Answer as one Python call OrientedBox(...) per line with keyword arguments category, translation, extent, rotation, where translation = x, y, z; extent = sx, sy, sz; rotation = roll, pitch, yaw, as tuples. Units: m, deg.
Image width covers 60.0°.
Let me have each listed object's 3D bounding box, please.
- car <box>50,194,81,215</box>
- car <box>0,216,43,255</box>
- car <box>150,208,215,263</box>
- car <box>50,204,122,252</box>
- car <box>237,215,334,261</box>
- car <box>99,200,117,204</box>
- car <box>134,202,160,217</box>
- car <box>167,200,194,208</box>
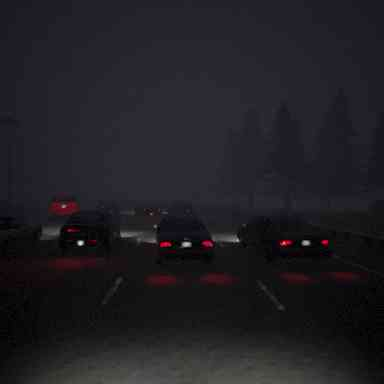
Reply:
OrientedBox(category="car", translation=(-10.718, 1.217, 28.285), extent=(2.150, 2.045, 5.566), rotation=(0, 0, -17))
OrientedBox(category="car", translation=(-7.548, 1.598, 13.133), extent=(1.895, 1.301, 4.718), rotation=(0, 0, -6))
OrientedBox(category="car", translation=(-0.391, 1.545, 11.982), extent=(2.033, 1.411, 5.357), rotation=(0, 0, -6))
OrientedBox(category="car", translation=(-4.128, 1.503, 13.962), extent=(1.837, 1.490, 4.892), rotation=(0, 0, -6))
OrientedBox(category="car", translation=(3.098, 1.545, 12.245), extent=(2.033, 1.411, 5.357), rotation=(0, 0, -6))
OrientedBox(category="car", translation=(-7.698, 1.485, 30.283), extent=(2.128, 1.511, 4.902), rotation=(0, 0, -18))
OrientedBox(category="car", translation=(-4.127, 1.594, 30.604), extent=(1.895, 1.301, 4.718), rotation=(0, 0, -18))
OrientedBox(category="car", translation=(-1.153, 1.518, 32.742), extent=(1.812, 1.442, 4.674), rotation=(0, 0, -18))
